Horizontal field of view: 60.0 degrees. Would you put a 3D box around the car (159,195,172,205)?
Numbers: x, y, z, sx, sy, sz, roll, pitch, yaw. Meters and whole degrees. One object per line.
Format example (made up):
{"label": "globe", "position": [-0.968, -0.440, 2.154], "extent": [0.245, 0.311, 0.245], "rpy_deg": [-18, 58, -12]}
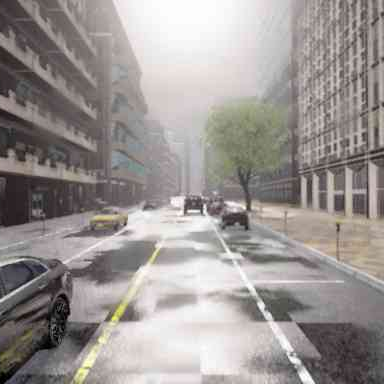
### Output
{"label": "car", "position": [-5.316, 1.509, 66.767], "extent": [2.192, 1.841, 5.009], "rpy_deg": [1, 0, 0]}

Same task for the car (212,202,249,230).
{"label": "car", "position": [2.615, 1.607, 21.487], "extent": [2.008, 1.369, 4.403], "rpy_deg": [1, 0, 0]}

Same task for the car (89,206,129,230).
{"label": "car", "position": [-5.232, 1.583, 21.424], "extent": [1.752, 1.417, 4.829], "rpy_deg": [1, 0, 0]}

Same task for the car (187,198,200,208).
{"label": "car", "position": [0.196, 1.648, 51.181], "extent": [1.837, 1.490, 4.892], "rpy_deg": [0, 0, 0]}

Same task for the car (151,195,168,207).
{"label": "car", "position": [-5.347, 1.454, 49.828], "extent": [2.192, 1.841, 5.009], "rpy_deg": [1, 0, 0]}

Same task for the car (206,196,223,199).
{"label": "car", "position": [2.685, 1.419, 38.443], "extent": [2.192, 1.841, 5.009], "rpy_deg": [1, 0, 0]}

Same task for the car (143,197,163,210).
{"label": "car", "position": [-5.360, 1.688, 44.180], "extent": [1.947, 1.339, 4.313], "rpy_deg": [1, 0, 0]}

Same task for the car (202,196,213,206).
{"label": "car", "position": [2.819, 1.614, 61.052], "extent": [1.967, 1.590, 4.097], "rpy_deg": [1, 0, 0]}

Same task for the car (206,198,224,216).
{"label": "car", "position": [2.638, 1.633, 32.790], "extent": [1.887, 1.381, 4.507], "rpy_deg": [1, 0, 0]}

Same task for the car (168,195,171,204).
{"label": "car", "position": [-5.329, 1.741, 61.120], "extent": [1.947, 1.339, 4.313], "rpy_deg": [1, 0, 0]}

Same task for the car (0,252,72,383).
{"label": "car", "position": [-2.839, 1.501, 3.456], "extent": [2.128, 1.511, 4.902], "rpy_deg": [0, 0, 0]}

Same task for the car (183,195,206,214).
{"label": "car", "position": [0.168, 1.325, 37.229], "extent": [2.150, 2.045, 5.566], "rpy_deg": [0, 0, 0]}

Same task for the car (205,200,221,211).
{"label": "car", "position": [2.726, 1.703, 44.094], "extent": [1.802, 1.307, 4.206], "rpy_deg": [1, 0, 0]}
